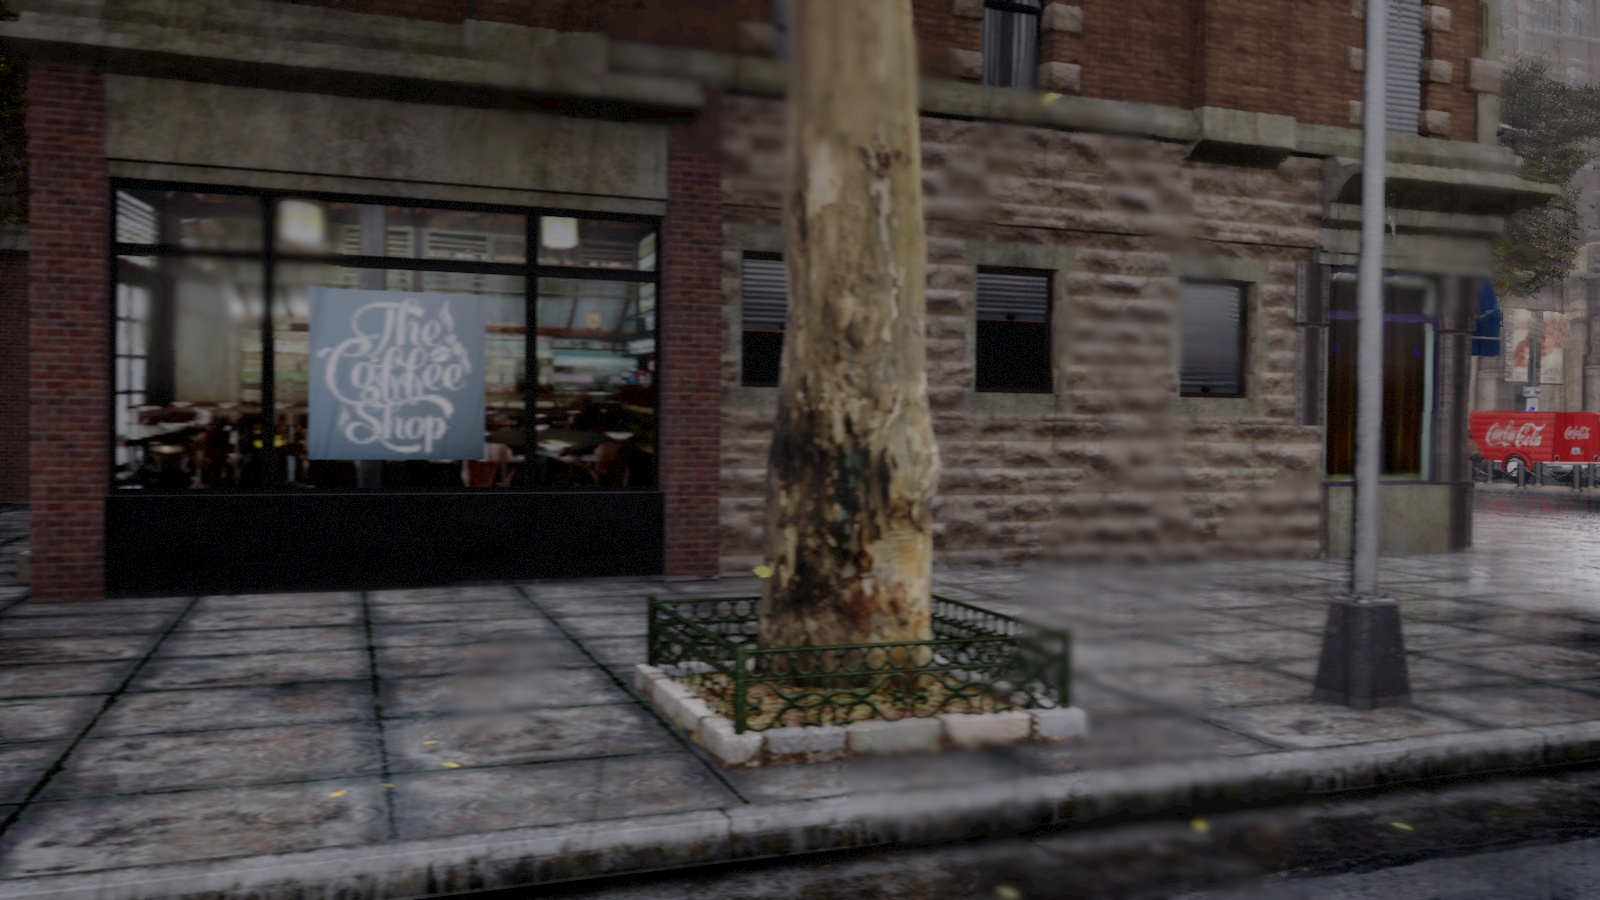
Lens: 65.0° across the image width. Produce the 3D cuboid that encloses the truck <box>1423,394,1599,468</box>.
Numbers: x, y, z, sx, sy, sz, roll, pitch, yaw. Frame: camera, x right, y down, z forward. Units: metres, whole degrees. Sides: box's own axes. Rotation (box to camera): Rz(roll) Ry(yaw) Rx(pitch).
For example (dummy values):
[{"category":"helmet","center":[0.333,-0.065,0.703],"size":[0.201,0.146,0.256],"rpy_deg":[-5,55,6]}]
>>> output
[{"category":"truck","center":[25.308,-0.681,44.754],"size":[2.627,2.467,5.204],"rpy_deg":[-1,1,-20]}]

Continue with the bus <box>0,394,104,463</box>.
[{"category":"bus","center":[-50.393,-1.335,79.691],"size":[10.273,4.253,3.944],"rpy_deg":[-1,1,-20]}]
